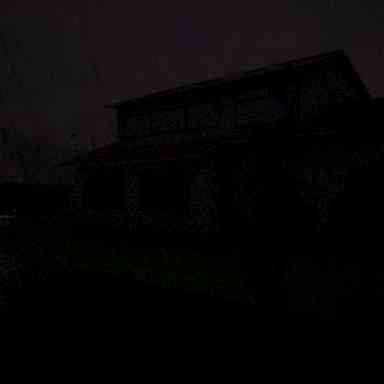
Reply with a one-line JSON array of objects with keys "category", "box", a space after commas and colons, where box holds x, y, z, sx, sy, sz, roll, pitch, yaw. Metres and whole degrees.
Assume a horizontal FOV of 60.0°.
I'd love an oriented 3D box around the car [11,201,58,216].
[{"category": "car", "box": [-15.554, 1.564, 33.025, 1.994, 1.385, 4.181, 0, 0, 35]}]
